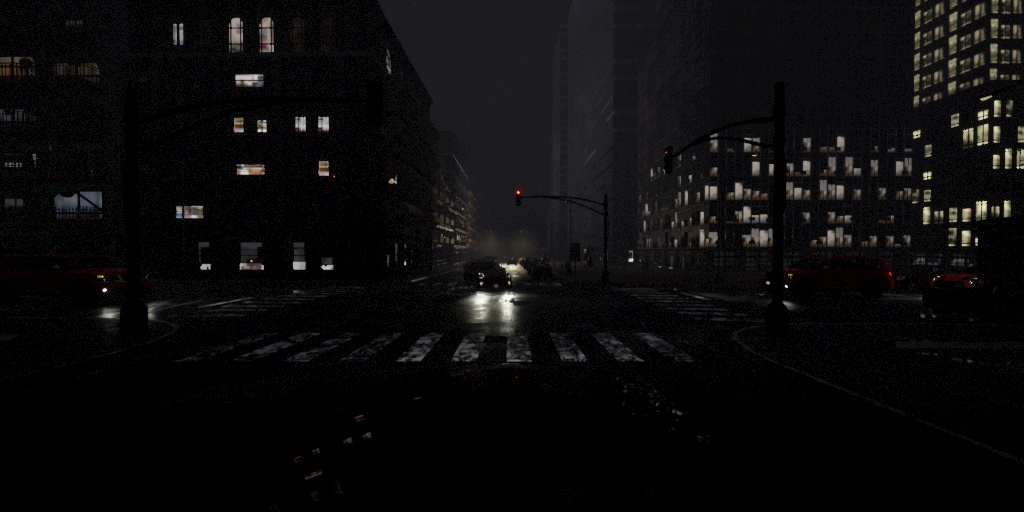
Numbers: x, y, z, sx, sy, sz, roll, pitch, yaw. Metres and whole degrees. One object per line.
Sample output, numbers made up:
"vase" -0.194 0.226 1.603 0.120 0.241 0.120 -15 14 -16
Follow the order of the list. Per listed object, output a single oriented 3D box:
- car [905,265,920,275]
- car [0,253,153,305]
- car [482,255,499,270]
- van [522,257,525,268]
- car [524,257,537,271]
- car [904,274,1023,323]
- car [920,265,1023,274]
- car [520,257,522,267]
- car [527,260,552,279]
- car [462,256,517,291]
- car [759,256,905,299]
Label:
"car" 23.361 1.230 20.711 4.097 1.591 1.967 0 0 1
"car" -18.849 0.911 15.324 5.566 2.045 2.150 0 1 1
"car" -3.128 0.919 53.865 2.150 2.045 5.566 0 0 0
"van" 2.625 1.045 49.394 1.690 1.789 3.998 0 0 0
"car" 2.633 1.159 38.102 1.967 1.591 4.097 0 0 0
"car" 16.708 1.445 12.159 4.403 1.370 2.007 0 0 1
"car" 24.095 1.189 17.967 4.553 1.767 2.097 0 1 1
"car" 2.621 1.240 55.040 1.888 1.381 4.507 0 0 0
"car" 2.636 1.272 32.457 1.888 1.381 4.507 0 0 0
"car" -1.629 1.089 22.155 2.097 1.767 4.553 0 0 -20
"car" 15.703 1.020 18.077 5.566 2.045 2.150 0 1 1
